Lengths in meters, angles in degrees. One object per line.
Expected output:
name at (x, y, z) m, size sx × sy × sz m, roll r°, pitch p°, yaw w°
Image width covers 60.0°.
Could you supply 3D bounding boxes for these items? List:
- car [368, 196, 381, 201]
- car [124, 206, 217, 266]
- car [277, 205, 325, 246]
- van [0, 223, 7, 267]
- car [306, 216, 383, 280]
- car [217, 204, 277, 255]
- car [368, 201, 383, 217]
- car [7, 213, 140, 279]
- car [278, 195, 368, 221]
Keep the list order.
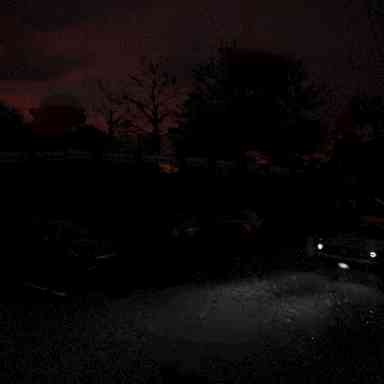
car at (10.571, 1.227, 20.517) m, size 5.566 × 2.045 × 2.435 m, roll -1°, pitch -1°, yaw 35°
car at (-1.734, 1.360, 11.734) m, size 4.553 × 1.767 × 2.185 m, roll -1°, pitch 0°, yaw 35°
car at (3.192, 1.512, 15.253) m, size 4.792 × 1.488 × 2.163 m, roll -1°, pitch -1°, yaw 35°
van at (-6.776, 1.263, 8.319) m, size 4.442 × 1.987 × 1.878 m, roll -1°, pitch -1°, yaw 34°
car at (5.726, 1.598, 9.918) m, size 4.718 × 1.301 × 1.895 m, roll 0°, pitch 0°, yaw -35°
car at (0.728, 1.358, 13.499) m, size 4.553 × 1.767 × 2.185 m, roll -1°, pitch -1°, yaw 34°
car at (8.243, 1.475, 18.679) m, size 5.366 × 1.575 × 1.946 m, roll -1°, pitch -1°, yaw 34°
car at (-4.218, 1.488, 10.015) m, size 4.892 × 1.521 × 2.231 m, roll -1°, pitch -1°, yaw 34°
car at (5.600, 1.231, 17.045) m, size 5.566 × 2.045 × 2.435 m, roll -1°, pitch 0°, yaw 34°
